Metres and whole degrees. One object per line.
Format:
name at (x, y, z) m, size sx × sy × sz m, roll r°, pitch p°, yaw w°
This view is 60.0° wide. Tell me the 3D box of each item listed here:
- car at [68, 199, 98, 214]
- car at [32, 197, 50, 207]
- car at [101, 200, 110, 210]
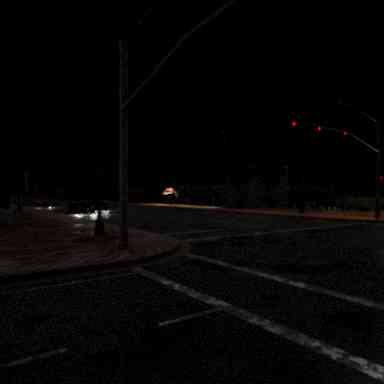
car at (-11.894, 1.522, 35.553) m, size 1.812 × 1.442 × 4.674 m, roll 0°, pitch 0°, yaw -36°
car at (-23.640, 1.484, 52.137) m, size 1.882 × 1.535 × 5.008 m, roll 0°, pitch 0°, yaw -36°
car at (-12.172, 1.542, 41.946) m, size 2.033 × 1.411 × 5.357 m, roll 0°, pitch 0°, yaw -35°
